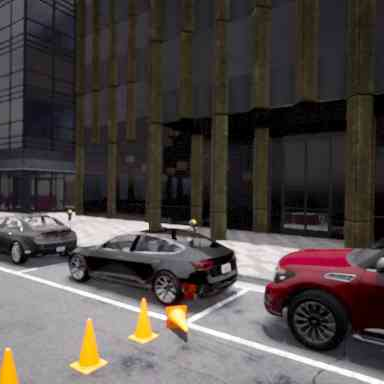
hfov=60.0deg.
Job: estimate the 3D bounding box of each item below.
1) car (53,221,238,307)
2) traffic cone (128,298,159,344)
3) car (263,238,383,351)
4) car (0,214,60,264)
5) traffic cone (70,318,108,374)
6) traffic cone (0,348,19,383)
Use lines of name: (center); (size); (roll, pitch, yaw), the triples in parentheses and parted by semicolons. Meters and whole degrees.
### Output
car: (-1.031, 1.502, 7.755); (4.313, 1.339, 1.947); (1, 0, 35)
traffic cone: (-0.738, 1.913, 5.058); (0.340, 0.580, 0.340); (1, 0, 35)
car: (3.571, 1.340, 4.524); (5.009, 1.841, 2.192); (1, 0, 35)
car: (-5.628, 1.398, 10.983); (4.403, 1.369, 2.008); (1, 0, 35)
traffic cone: (-1.312, 1.911, 4.239); (0.340, 0.580, 0.340); (1, 0, 35)
traffic cone: (-1.887, 1.908, 3.421); (0.340, 0.580, 0.340); (1, 0, 35)
